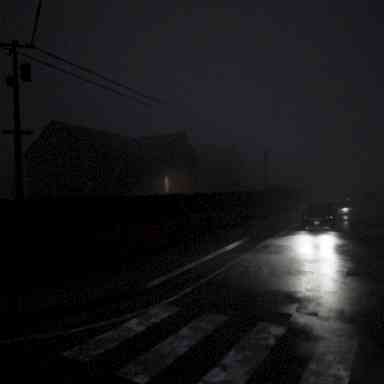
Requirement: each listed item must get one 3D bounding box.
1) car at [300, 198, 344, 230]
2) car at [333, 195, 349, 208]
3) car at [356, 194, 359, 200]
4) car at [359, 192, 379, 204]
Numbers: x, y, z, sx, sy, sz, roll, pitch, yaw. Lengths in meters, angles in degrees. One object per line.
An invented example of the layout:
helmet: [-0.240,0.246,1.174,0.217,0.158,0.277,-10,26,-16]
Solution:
car: [7.765,1.369,20.114,2.128,1.511,4.902,-2,0,26]
car: [18.146,1.137,40.846,1.812,1.442,4.674,-2,0,27]
car: [33.151,0.666,63.223,5.008,1.535,1.882,-2,0,-37]
car: [25.498,0.734,47.583,2.097,1.767,4.553,-2,0,26]
